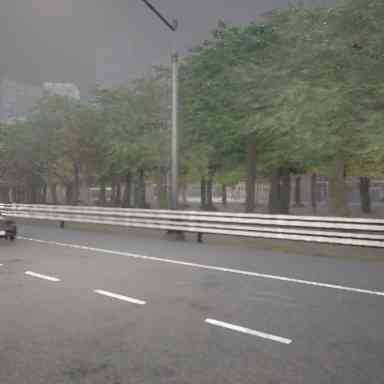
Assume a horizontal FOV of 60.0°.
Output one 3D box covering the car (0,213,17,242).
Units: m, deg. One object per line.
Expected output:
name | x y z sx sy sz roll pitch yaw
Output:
car | -9.742 1.535 15.117 4.674 1.442 1.812 0 0 35
